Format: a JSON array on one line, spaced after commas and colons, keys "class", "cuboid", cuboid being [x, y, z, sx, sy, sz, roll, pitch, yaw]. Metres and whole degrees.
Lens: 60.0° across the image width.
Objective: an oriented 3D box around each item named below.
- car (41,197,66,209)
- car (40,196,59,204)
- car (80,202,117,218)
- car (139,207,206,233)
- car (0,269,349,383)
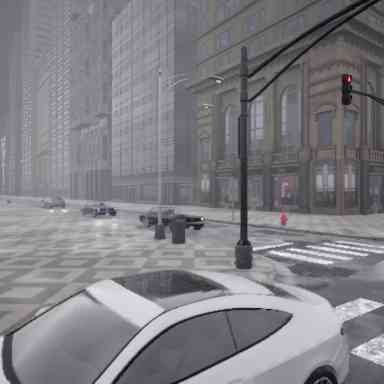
[{"class": "car", "cuboid": [-17.367, 1.383, 42.123, 1.837, 1.490, 4.892, 0, 0, -35]}, {"class": "car", "cuboid": [-25.046, 1.447, 58.363, 1.895, 1.301, 4.718, 0, 0, -36]}, {"class": "car", "cuboid": [-8.249, 1.512, 29.219, 1.895, 1.301, 4.718, 0, 0, -35]}, {"class": "car", "cuboid": [-1.259, 1.545, 19.384, 1.895, 1.301, 4.718, 0, 0, -35]}, {"class": "car", "cuboid": [-0.450, 1.526, 2.855, 4.674, 1.442, 1.812, 0, 0, -37]}]
